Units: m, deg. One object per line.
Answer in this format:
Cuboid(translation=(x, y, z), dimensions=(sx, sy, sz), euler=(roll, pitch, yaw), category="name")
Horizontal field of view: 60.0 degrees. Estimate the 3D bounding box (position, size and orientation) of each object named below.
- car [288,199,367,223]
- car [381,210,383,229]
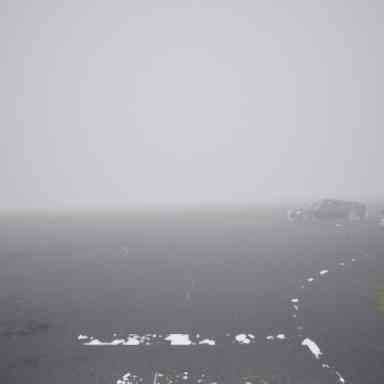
Cuboid(translation=(8.812, 1.234, 21.857), dimensions=(4.902, 1.511, 2.128), euler=(-1, 2, 0), category="car")
Cuboid(translation=(11.516, 1.086, 14.842), dimensions=(5.566, 2.045, 2.150), euler=(-1, 2, 0), category="car")
